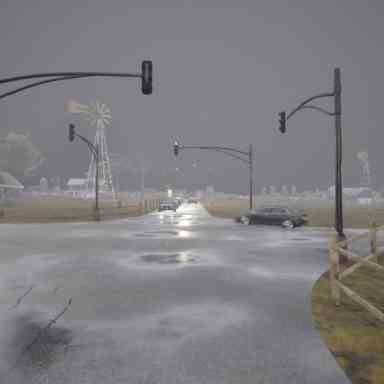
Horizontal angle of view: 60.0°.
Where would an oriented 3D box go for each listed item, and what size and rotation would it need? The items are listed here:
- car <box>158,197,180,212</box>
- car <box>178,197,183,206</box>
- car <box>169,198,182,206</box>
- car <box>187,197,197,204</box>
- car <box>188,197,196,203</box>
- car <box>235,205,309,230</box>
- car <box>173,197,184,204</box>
[{"bbox_3d":[-2.875,1.660,39.747,1.994,1.385,4.181,0,0,0],"label":"car"},{"bbox_3d":[-2.878,1.630,48.489,2.128,1.511,4.902,0,0,0],"label":"car"},{"bbox_3d":[-2.863,1.795,58.470,1.895,1.301,4.718,0,0,0],"label":"car"},{"bbox_3d":[0.060,1.788,69.079,1.812,1.442,4.674,0,0,0],"label":"car"},{"bbox_3d":[-0.037,1.859,79.091,1.812,1.442,4.674,0,0,0],"label":"car"},{"bbox_3d":[5.361,1.668,22.592,4.892,1.490,1.837,3,1,30],"label":"car"},{"bbox_3d":[-2.785,1.774,69.668,2.033,1.411,5.357,0,0,0],"label":"car"}]
